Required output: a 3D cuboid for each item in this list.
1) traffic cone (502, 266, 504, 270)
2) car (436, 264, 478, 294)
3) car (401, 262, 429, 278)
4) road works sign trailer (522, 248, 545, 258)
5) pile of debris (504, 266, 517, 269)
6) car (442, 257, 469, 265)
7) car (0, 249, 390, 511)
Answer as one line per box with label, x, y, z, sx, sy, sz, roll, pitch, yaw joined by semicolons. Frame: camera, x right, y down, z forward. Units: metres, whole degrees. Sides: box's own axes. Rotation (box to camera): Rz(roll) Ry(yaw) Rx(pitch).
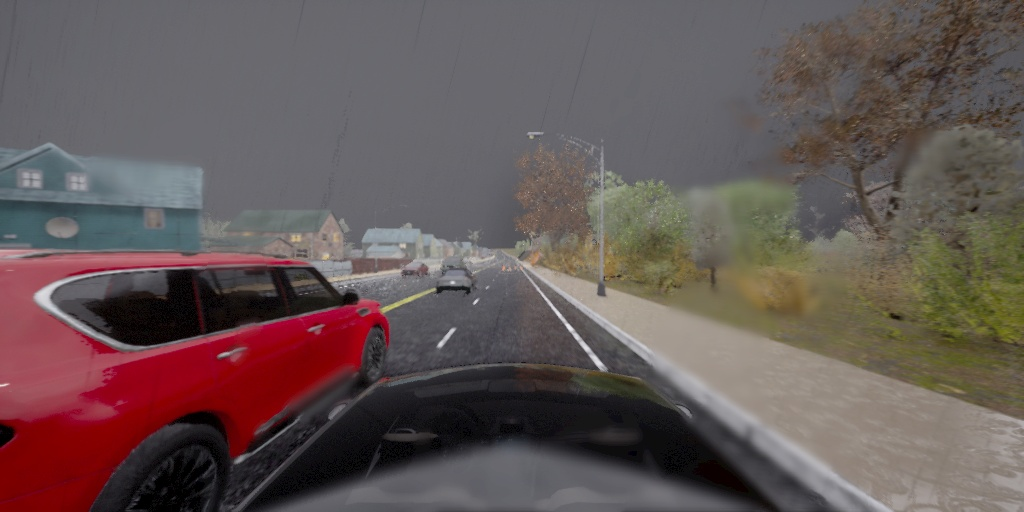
traffic cone;-1.357;1.880;55.198;0.340;0.580;0.340;0;0;0
car;-3.141;1.386;21.037;1.994;1.385;4.181;0;0;0
car;-9.817;1.351;36.615;1.882;1.535;5.008;0;0;0
road works sign trailer;3.753;-1.869;56.138;2.380;3.560;2.880;0;0;39
pile of debris;0.022;2.090;55.203;1.860;0.140;1.500;0;0;0
car;-6.553;1.109;40.488;2.150;2.045;5.566;0;-1;0
car;-3.147;0.979;3.771;2.150;2.045;5.566;0;0;0
